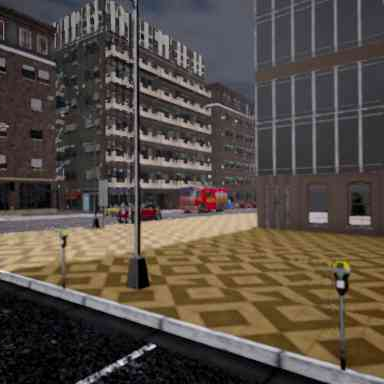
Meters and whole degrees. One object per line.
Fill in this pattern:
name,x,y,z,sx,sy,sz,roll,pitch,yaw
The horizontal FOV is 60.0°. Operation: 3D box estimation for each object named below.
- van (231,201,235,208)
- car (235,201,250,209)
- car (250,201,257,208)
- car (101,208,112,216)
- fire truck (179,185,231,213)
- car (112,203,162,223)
van,5.049,2.135,56.201,1.690,1.788,3.998,-2,-2,35
car,8.297,2.322,60.822,1.967,1.590,4.097,-2,-2,35
car,11.545,2.515,65.442,1.887,1.381,4.507,-2,-2,35
car,-8.036,1.964,37.566,1.752,1.417,4.829,-2,-2,35
fire truck,1.759,0.958,46.902,2.891,3.827,8.468,-1,-1,35
car,-4.381,1.724,28.309,1.967,1.590,4.097,-2,-2,35
